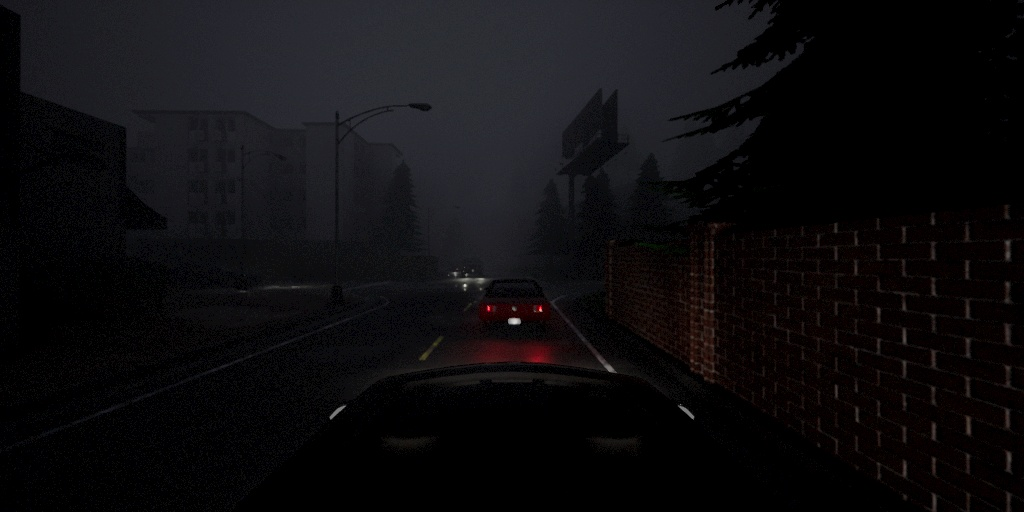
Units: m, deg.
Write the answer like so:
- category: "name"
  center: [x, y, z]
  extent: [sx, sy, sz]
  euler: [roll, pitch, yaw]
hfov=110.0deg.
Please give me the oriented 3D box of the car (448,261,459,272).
- category: "car"
  center: [-7.707, 1.423, 50.485]
  extent: [1.837, 1.490, 4.892]
  euler: [0, 1, -25]

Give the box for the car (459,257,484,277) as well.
- category: "car"
  center: [-4.216, 1.100, 37.724]
  extent: [2.150, 2.045, 5.566]
  euler: [0, 0, -8]

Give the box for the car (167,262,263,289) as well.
- category: "car"
  center: [-17.618, 1.122, 21.314]
  extent: [5.008, 1.535, 1.882]
  euler: [0, 0, -1]

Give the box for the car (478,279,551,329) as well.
- category: "car"
  center: [0.071, 1.385, 11.393]
  extent: [1.895, 1.301, 4.718]
  euler: [0, 0, 0]
